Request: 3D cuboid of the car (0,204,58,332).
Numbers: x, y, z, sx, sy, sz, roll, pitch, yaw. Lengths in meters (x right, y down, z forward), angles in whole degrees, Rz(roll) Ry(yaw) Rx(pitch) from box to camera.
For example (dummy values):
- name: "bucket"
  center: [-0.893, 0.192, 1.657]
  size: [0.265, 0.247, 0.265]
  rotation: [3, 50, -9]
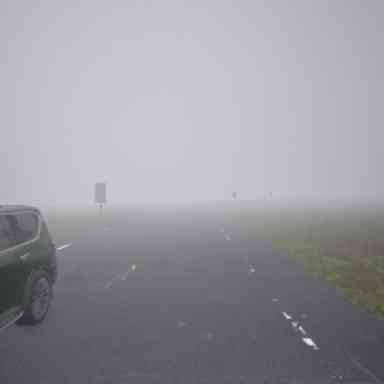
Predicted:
- name: "car"
  center: [-3.601, 1.219, 4.098]
  size: [2.150, 2.045, 5.566]
  rotation: [0, 0, 0]
